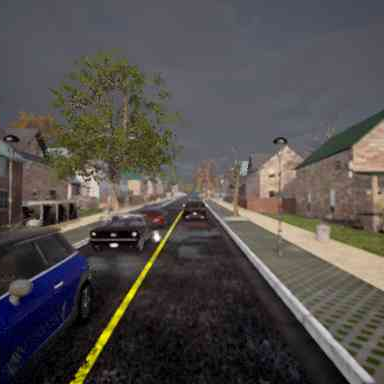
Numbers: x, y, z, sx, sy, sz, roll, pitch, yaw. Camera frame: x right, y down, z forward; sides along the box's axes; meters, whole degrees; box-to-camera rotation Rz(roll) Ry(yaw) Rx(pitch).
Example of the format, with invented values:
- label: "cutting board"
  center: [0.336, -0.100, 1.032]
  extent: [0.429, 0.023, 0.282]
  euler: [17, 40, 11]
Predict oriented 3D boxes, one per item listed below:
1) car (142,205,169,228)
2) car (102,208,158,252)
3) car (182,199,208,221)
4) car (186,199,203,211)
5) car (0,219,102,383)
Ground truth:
- label: "car"
  center: [-2.592, 1.517, 21.692]
  extent: [1.994, 1.385, 4.181]
  euler: [0, 0, 0]
- label: "car"
  center: [-2.747, 1.569, 13.928]
  extent: [1.895, 1.301, 4.718]
  euler: [0, 0, 0]
- label: "car"
  center: [0.252, 1.424, 26.898]
  extent: [1.882, 1.535, 5.008]
  euler: [0, 0, 1]
- label: "car"
  center: [0.328, 1.514, 39.489]
  extent: [1.895, 1.301, 4.718]
  euler: [0, 0, 1]
- label: "car"
  center: [-2.827, 1.337, 4.035]
  extent: [2.097, 1.767, 4.553]
  euler: [0, 0, 0]
